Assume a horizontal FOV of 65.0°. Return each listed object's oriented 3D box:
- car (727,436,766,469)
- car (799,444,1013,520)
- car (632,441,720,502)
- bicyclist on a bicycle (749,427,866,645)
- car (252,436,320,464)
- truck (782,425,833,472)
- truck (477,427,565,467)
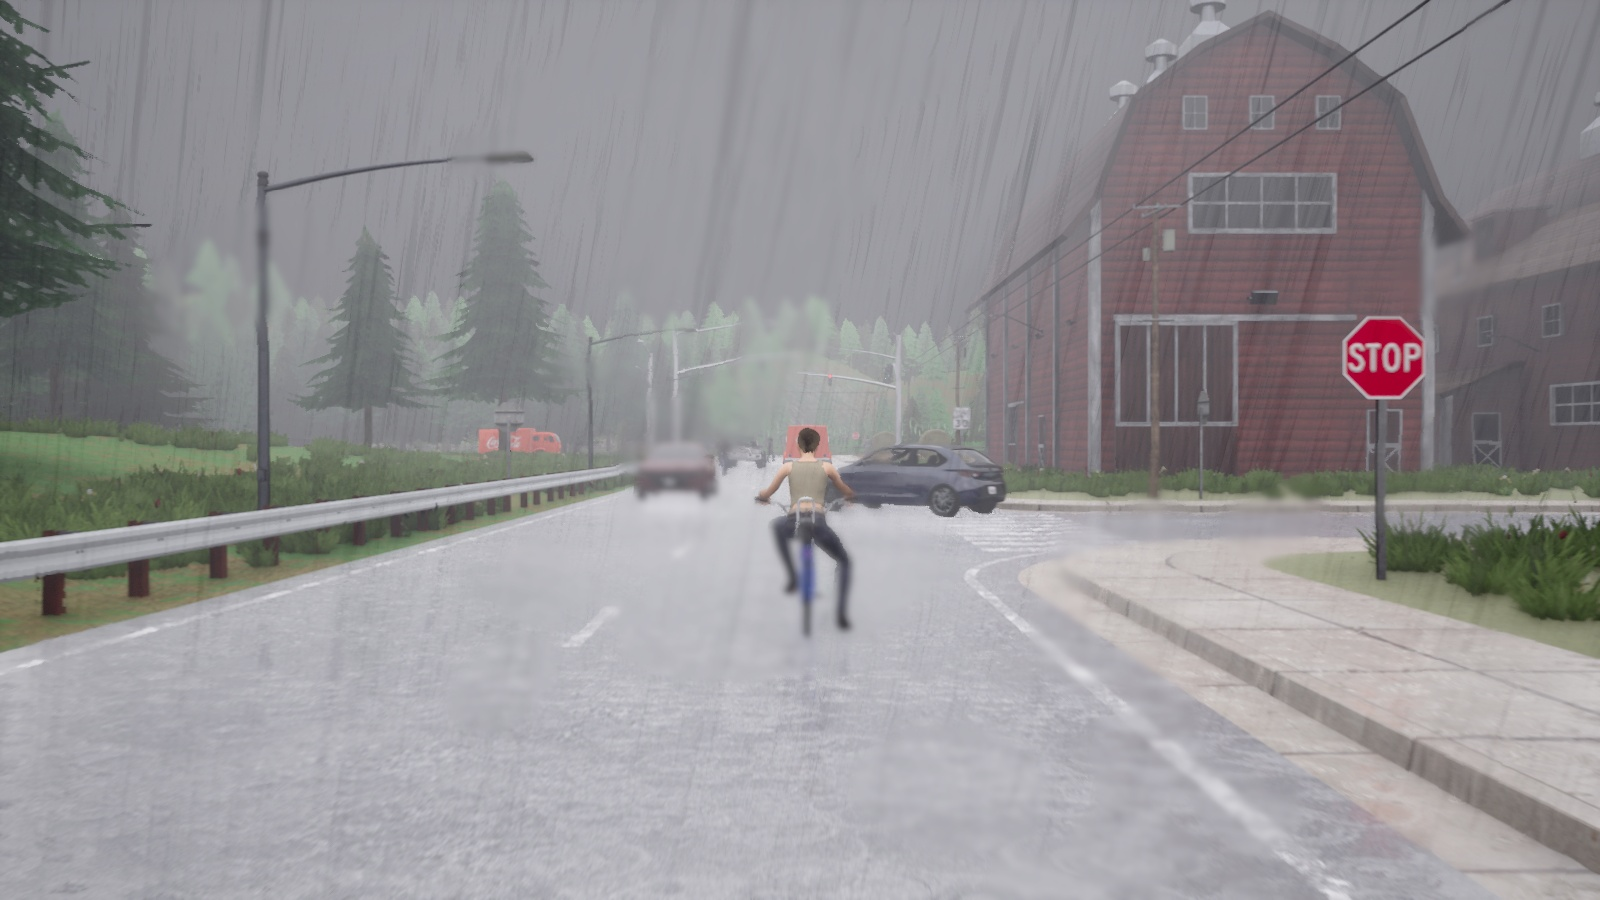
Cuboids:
[{"bbox_3d":[-3.072,0.151,73.307,1.932,1.855,4.605,0,0,2],"label":"car"},{"bbox_3d":[2.187,0.614,26.527,4.193,1.474,1.816,0,1,38],"label":"car"},{"bbox_3d":[-3.290,0.530,34.255,1.882,1.535,5.008,0,0,0],"label":"car"},{"bbox_3d":[0.063,0.627,10.044,0.866,1.612,1.509,0,0,1],"label":"bicyclist on a bicycle"},{"bbox_3d":[-35.248,0.006,86.207,3.866,1.878,1.905,0,0,0],"label":"car"},{"bbox_3d":[0.402,-0.110,67.905,2.627,2.467,5.204,0,1,0],"label":"truck"},{"bbox_3d":[-18.345,-0.226,82.878,5.204,2.467,2.627,-1,0,-1],"label":"truck"}]
